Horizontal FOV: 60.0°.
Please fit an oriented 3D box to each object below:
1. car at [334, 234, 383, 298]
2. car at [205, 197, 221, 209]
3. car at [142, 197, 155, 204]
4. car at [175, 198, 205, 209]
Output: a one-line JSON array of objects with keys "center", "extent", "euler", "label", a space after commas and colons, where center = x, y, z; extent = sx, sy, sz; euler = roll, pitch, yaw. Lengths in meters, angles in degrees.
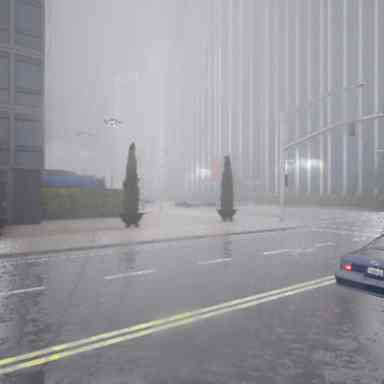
[{"center": [5.531, 1.561, 7.745], "extent": [5.357, 1.411, 2.033], "euler": [0, 0, -35], "label": "car"}, {"center": [3.204, 1.554, 47.314], "extent": [1.837, 1.490, 4.892], "euler": [0, 0, -36], "label": "car"}, {"center": [-9.091, 1.599, 64.473], "extent": [2.033, 1.411, 5.357], "euler": [0, 0, -36], "label": "car"}, {"center": [-0.646, 1.570, 46.666], "extent": [1.812, 1.442, 4.674], "euler": [0, 0, -36], "label": "car"}]
